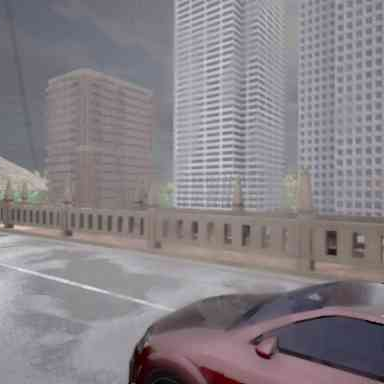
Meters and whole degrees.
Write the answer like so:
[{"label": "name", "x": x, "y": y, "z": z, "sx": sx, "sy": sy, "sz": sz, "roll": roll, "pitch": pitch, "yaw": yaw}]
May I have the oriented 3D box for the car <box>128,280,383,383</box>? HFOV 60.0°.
[{"label": "car", "x": 1.400, "y": 1.562, "z": 2.993, "sx": 4.181, "sy": 1.385, "sz": 1.994, "roll": 0, "pitch": 0, "yaw": 36}]
